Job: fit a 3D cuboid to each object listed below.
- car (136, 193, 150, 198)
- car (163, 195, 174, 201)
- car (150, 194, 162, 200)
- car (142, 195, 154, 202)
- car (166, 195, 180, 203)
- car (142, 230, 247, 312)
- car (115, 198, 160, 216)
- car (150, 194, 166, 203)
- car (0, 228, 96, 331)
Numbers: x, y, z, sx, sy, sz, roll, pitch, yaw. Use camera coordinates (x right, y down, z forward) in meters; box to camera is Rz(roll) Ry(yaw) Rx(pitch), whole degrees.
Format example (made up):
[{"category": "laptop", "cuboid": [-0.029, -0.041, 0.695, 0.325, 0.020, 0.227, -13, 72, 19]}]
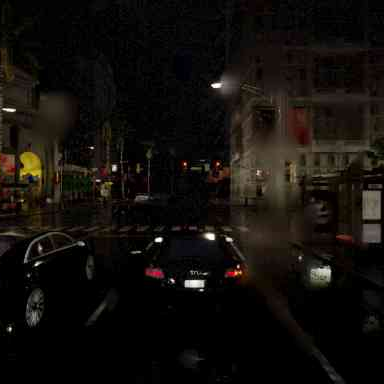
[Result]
[{"category": "car", "cuboid": [-10.613, 1.225, 70.677, 2.150, 2.045, 5.566, 0, 0, 0]}, {"category": "car", "cuboid": [-6.312, 1.524, 90.185, 1.812, 1.442, 4.674, 0, 0, 10]}, {"category": "car", "cuboid": [-9.746, 1.355, 90.868, 2.097, 1.767, 4.553, 0, 0, 10]}, {"category": "car", "cuboid": [-10.626, 1.540, 80.693, 2.033, 1.411, 5.357, 0, 0, 0]}, {"category": "car", "cuboid": [-3.528, 1.477, 66.557, 1.882, 1.535, 5.008, 0, 0, 0]}, {"category": "car", "cuboid": [0.052, 1.564, 7.790, 1.994, 1.385, 4.181, 0, 0, 0]}, {"category": "car", "cuboid": [-5.466, 1.601, 32.780, 1.895, 1.301, 4.718, 0, 0, 25]}, {"category": "car", "cuboid": [-7.112, 1.553, 69.873, 1.994, 1.385, 4.181, 0, 0, 0]}, {"category": "car", "cuboid": [-3.453, 1.492, 6.855, 2.128, 1.511, 4.902, 0, 0, 0]}]
